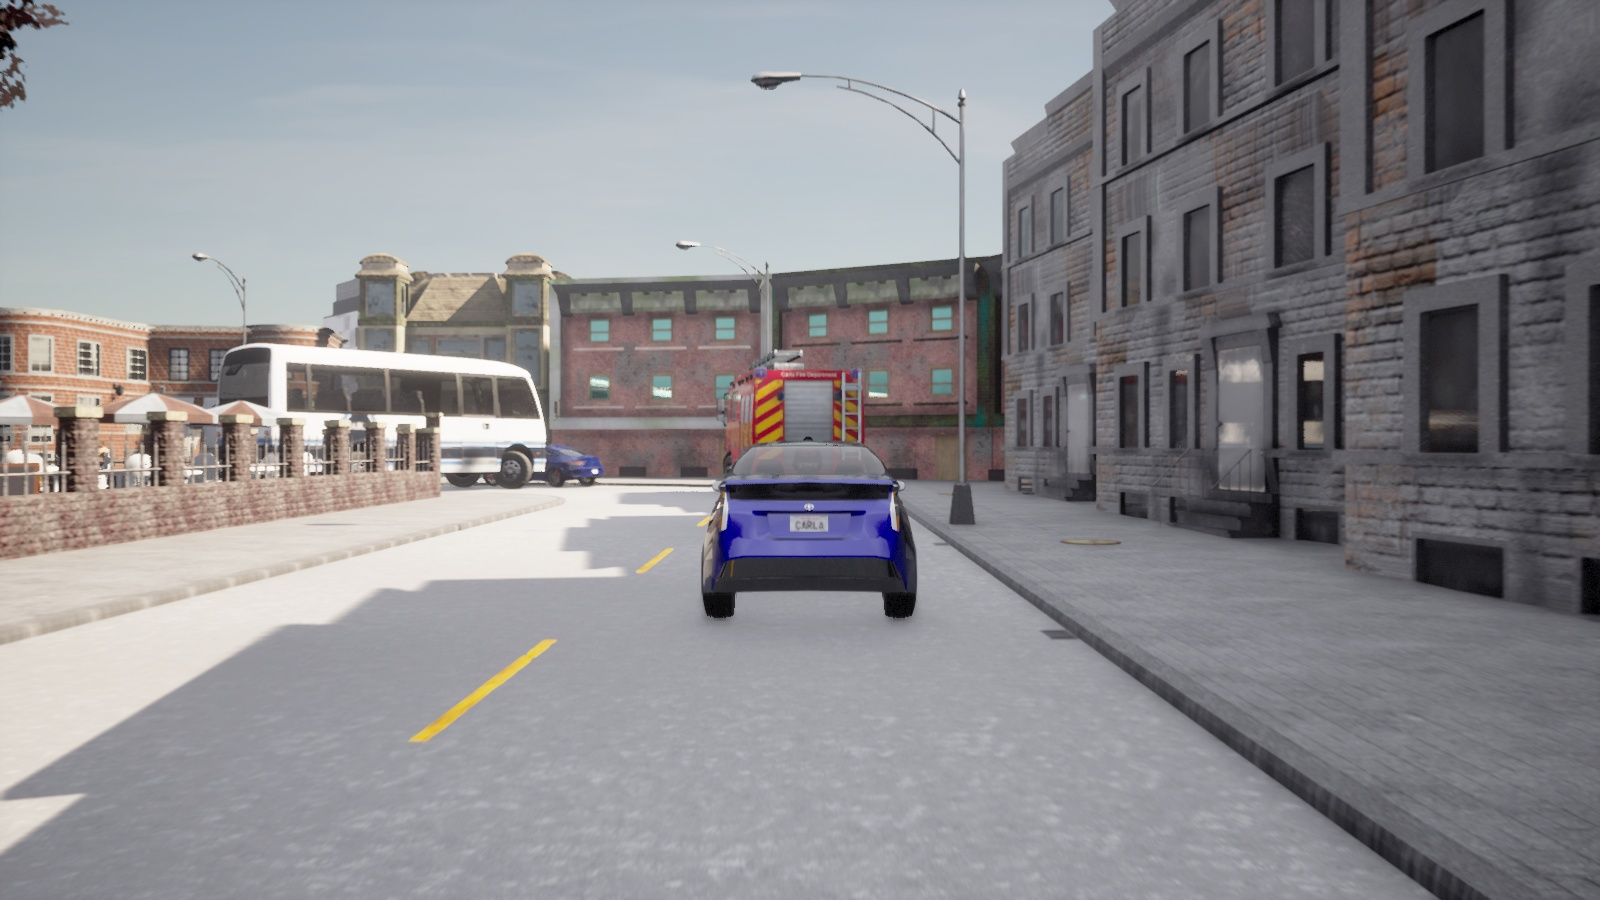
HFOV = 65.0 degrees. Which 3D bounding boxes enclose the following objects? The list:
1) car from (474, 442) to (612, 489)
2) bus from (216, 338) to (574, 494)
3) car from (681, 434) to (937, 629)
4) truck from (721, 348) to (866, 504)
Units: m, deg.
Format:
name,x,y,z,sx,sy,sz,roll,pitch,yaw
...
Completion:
name,x,y,z,sx,sy,sz,roll,pitch,yaw
car,-9.015,0.511,43.947,4.674,1.442,1.812,1,2,30
bus,-12.366,-0.902,39.595,3.944,4.253,10.273,0,0,38
car,0.084,0.628,12.095,2.007,1.525,4.514,0,0,0
truck,-0.414,-0.608,35.129,2.891,3.827,8.468,0,0,-8
